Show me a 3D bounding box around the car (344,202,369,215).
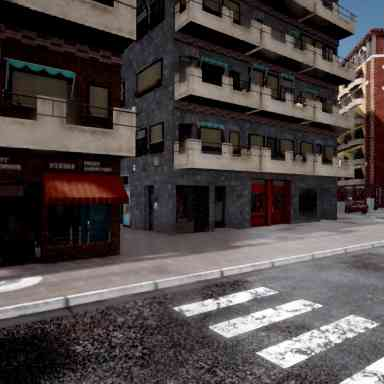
[{"bbox_3d":[17.683,1.779,36.830,1.895,1.301,4.718,0,0,5],"label":"car"}]
